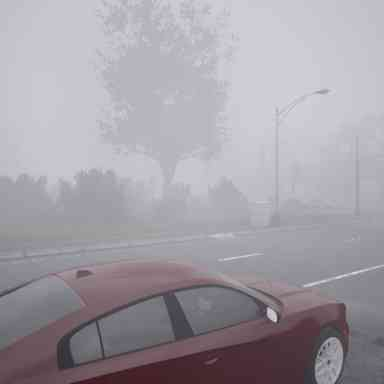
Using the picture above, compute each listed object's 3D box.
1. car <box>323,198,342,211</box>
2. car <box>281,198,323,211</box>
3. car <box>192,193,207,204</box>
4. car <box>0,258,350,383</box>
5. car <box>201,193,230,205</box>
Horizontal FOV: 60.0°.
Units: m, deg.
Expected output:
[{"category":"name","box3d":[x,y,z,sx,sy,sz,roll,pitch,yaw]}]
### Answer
[{"category":"car","box3d":[16.189,1.525,41.163,1.812,1.442,4.674,0,0,-32]},{"category":"car","box3d":[12.843,1.525,39.907,1.812,1.442,4.674,0,0,-32]},{"category":"car","box3d":[1.336,1.451,57.830,1.837,1.490,4.892,0,0,-34]},{"category":"car","box3d":[-0.315,1.478,3.520,5.008,1.535,1.882,0,0,-35]},{"category":"car","box3d":[4.137,1.165,59.954,2.150,2.045,5.566,0,0,-34]}]
